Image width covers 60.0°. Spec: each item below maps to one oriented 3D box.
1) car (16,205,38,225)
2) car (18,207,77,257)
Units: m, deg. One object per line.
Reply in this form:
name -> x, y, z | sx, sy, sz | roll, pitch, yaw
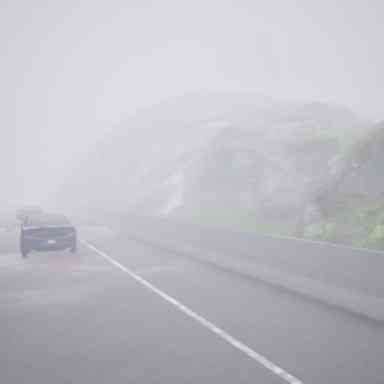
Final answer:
car -> -13.024, 1.775, 26.738 | 1.812, 1.442, 4.674 | 0, 0, -28
car -> -6.073, 1.600, 13.842 | 1.882, 1.535, 5.008 | 0, 0, -28
